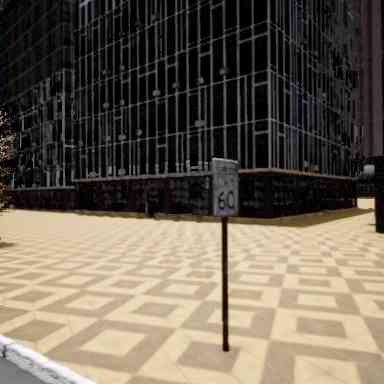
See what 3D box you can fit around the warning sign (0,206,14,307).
[{"bbox_3d":[-4.241,1.217,6.185,1.060,1.860,1.300,-1,-1,37],"label":"warning sign"}]
